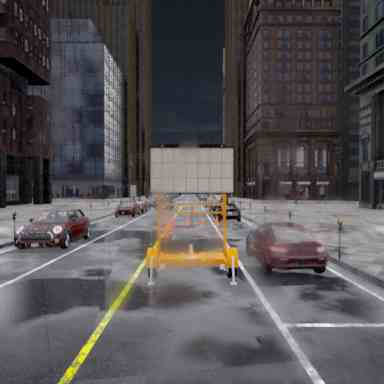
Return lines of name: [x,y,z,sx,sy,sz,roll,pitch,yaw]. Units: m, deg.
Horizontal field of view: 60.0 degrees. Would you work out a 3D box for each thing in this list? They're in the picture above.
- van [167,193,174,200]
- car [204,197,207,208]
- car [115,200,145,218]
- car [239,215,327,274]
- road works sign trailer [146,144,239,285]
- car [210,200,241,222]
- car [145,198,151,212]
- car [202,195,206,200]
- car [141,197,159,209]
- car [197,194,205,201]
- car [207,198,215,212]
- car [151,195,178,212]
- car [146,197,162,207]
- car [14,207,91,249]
van: [-5.880,1.157,90.208,1.690,1.788,3.998,-1,0,0]
car: [2.710,1.520,36.277,2.008,1.369,4.403,-1,0,0]
car: [-5.809,1.523,30.366,1.887,1.381,4.507,-1,0,0]
car: [2.740,1.576,10.264,1.802,1.307,4.206,-1,0,0]
road works sign trailer: [-0.001,0.459,9.445,2.380,3.560,2.880,0,0,-1]
car: [2.722,1.549,25.872,1.947,1.339,4.313,-1,0,0]
car: [-5.815,1.552,35.743,1.802,1.307,4.206,-1,0,0]
car: [2.697,1.475,46.853,1.752,1.417,4.829,-1,0,0]
car: [-5.828,1.502,46.499,2.008,1.369,4.403,-1,0,0]
car: [2.660,1.384,79.037,1.752,1.417,4.829,-1,0,0]
car: [2.716,1.542,31.076,1.947,1.339,4.313,-1,0,0]
car: [-3.135,1.458,38.158,2.128,1.511,4.902,0,0,0]
car: [-5.834,1.504,51.878,1.947,1.339,4.313,-1,0,0]
car: [-5.792,1.432,14.231,1.967,1.590,4.097,-1,0,0]
